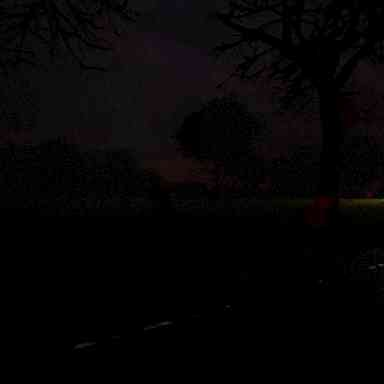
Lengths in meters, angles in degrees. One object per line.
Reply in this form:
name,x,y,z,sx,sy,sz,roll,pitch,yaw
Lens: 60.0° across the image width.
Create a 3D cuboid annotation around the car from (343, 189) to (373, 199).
car,33.372,0.426,67.111,2.150,2.045,5.566,2,-2,-35
